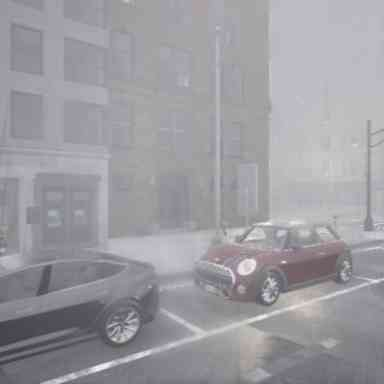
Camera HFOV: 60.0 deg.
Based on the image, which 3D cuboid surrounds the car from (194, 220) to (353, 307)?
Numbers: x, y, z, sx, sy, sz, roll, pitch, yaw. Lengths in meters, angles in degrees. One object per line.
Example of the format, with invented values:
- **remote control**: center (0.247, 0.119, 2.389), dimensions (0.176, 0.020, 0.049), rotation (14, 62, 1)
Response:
- **car**: center (2.002, 1.451, 7.959), dimensions (4.097, 1.590, 1.967), rotation (0, 0, -35)

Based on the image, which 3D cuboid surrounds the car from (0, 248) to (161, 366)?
- **car**: center (-2.496, 1.567, 4.751), dimensions (4.313, 1.339, 1.947), rotation (0, 0, -35)
